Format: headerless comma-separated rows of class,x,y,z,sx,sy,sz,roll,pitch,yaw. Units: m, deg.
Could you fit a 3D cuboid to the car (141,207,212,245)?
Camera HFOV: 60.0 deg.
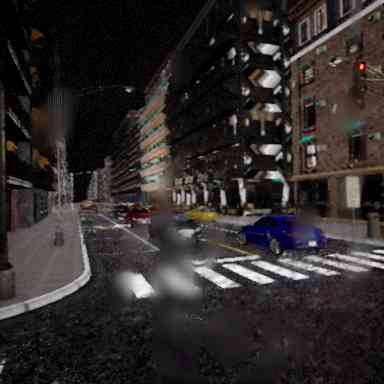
car,-1.006,1.790,17.482,2.128,1.511,4.902,-1,-1,-19

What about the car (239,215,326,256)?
car,3.573,1.680,13.851,1.812,1.442,4.674,-1,-1,-16

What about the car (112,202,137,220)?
car,-7.703,2.213,36.720,1.837,1.490,4.892,-1,-1,-19

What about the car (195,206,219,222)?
car,0.812,1.954,29.855,1.752,1.417,4.829,-1,-1,-19

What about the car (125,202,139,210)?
car,-12.181,2.809,67.108,2.008,1.369,4.403,-1,-1,-19

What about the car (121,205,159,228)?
car,-4.298,2.022,26.924,1.812,1.442,4.674,-1,-1,-19

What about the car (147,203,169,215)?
car,-4.724,2.323,45.726,1.887,1.381,4.507,-1,-1,-19

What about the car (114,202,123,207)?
car,-19.639,3.325,88.488,1.802,1.307,4.206,-1,-1,-19

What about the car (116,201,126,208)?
car,-17.777,3.060,83.144,1.967,1.590,4.097,-1,-1,-19

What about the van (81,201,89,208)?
van,-27.562,3.213,85.750,1.690,1.788,3.998,-1,-1,-19

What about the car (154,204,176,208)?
car,-2.860,2.203,40.382,1.887,1.381,4.507,-1,-1,-19

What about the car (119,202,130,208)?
car,-15.911,3.043,77.799,1.887,1.381,4.507,-1,-1,-19

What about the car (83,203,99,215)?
car,-14.506,2.609,48.328,1.802,1.307,4.206,-1,-1,-19

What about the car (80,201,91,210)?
car,-21.969,2.822,69.715,2.192,1.841,5.009,-1,-1,-19
